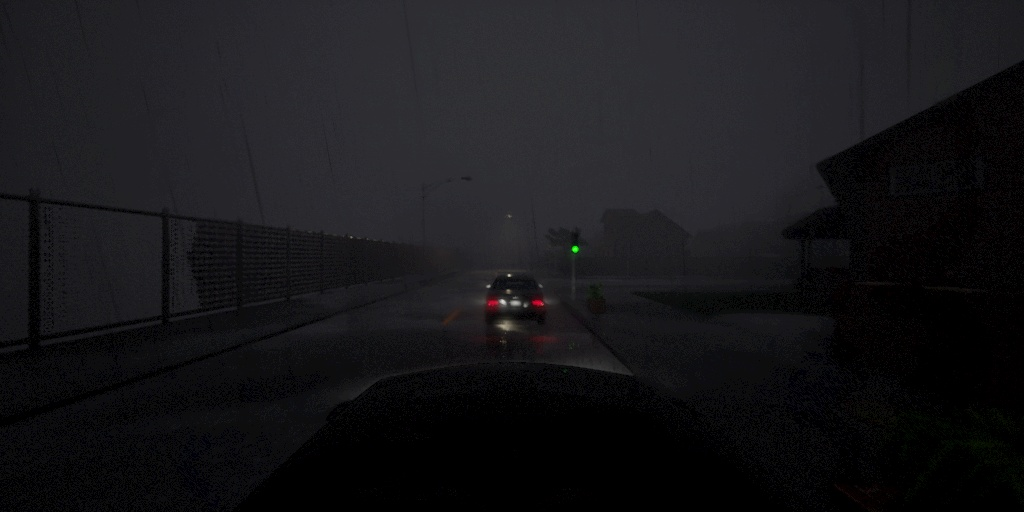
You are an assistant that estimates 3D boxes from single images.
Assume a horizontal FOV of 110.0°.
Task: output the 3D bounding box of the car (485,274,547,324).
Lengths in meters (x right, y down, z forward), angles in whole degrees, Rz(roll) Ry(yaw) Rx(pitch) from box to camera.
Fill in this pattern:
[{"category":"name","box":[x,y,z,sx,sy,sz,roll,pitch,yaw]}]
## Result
[{"category":"car","box":[0.104,1.328,12.110,2.033,1.411,5.357,0,0,0]}]
